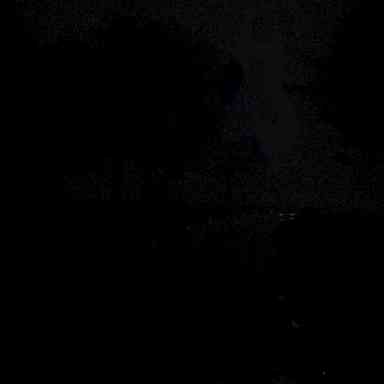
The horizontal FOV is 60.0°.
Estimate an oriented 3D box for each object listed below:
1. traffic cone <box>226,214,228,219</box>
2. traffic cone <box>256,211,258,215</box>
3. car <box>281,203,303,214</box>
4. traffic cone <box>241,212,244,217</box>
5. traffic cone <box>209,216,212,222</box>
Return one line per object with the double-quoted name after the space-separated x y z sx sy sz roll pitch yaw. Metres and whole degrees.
3.644 2.501 34.527 0.340 0.580 0.340 -1 -2 25 "traffic cone"
8.511 2.697 43.626 0.340 0.580 0.340 -1 -2 32 "traffic cone"
14.640 2.359 48.577 1.837 1.490 4.892 -2 -3 37 "car"
5.941 2.601 39.149 0.340 0.580 0.340 -1 -2 28 "traffic cone"
1.628 2.396 29.775 0.340 0.580 0.340 -1 -1 21 "traffic cone"
